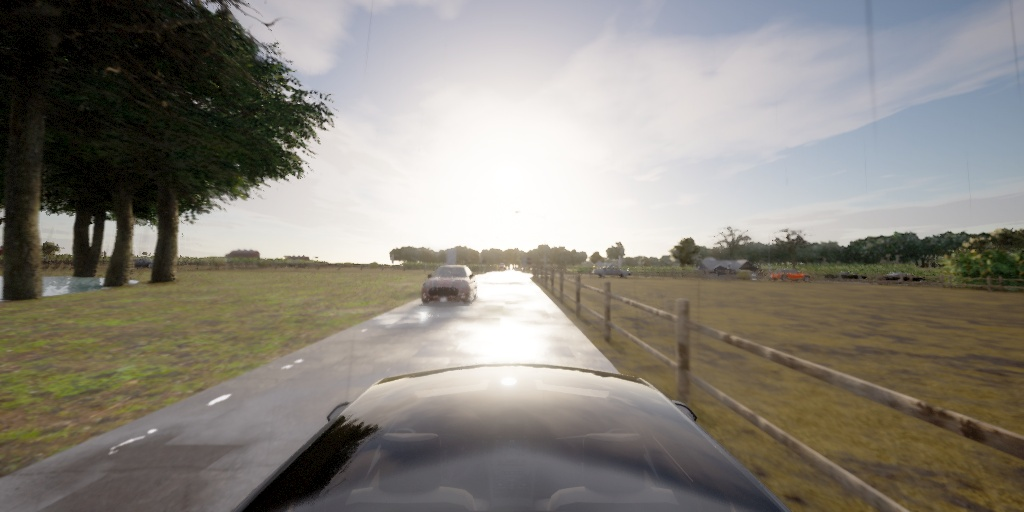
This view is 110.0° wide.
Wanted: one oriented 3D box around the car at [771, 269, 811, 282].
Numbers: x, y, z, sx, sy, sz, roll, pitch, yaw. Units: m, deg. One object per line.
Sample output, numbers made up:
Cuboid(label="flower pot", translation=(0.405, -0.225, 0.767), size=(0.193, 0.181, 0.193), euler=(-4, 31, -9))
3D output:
Cuboid(label="car", translation=(39.105, 2.693, 50.284), size=(4.553, 1.767, 2.097), euler=(2, -3, 0))

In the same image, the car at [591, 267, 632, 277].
Cuboid(label="car", translation=(13.927, 2.236, 50.412), size=(5.357, 1.411, 2.033), euler=(1, -3, 0))

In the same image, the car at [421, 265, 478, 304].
Cuboid(label="car", translation=(-2.849, 1.232, 17.115), size=(2.097, 1.767, 4.553), euler=(0, -1, 0))
